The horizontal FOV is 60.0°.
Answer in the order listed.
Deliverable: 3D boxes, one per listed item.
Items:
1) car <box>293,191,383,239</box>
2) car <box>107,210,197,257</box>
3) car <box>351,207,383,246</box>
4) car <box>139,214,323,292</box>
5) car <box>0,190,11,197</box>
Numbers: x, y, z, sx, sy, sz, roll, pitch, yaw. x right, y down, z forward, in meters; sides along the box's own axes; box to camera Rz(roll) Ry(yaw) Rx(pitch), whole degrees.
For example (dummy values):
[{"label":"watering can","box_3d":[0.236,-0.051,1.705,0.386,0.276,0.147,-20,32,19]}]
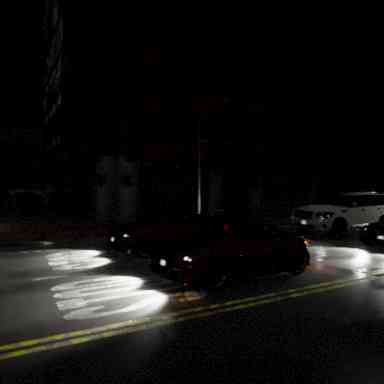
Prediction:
[{"label":"car","box_3d":[7.379,1.001,16.099,5.566,2.045,2.150,0,1,-29]},{"label":"car","box_3d":[-0.765,1.324,11.504,4.181,1.385,1.994,0,1,-29]},{"label":"car","box_3d":[8.362,1.423,12.633,4.181,1.385,1.994,0,1,-29]},{"label":"car","box_3d":[1.055,1.406,8.505,4.181,1.385,1.994,0,1,-31]},{"label":"car","box_3d":[-29.155,0.175,48.033,2.033,1.411,5.357,1,1,27]}]
